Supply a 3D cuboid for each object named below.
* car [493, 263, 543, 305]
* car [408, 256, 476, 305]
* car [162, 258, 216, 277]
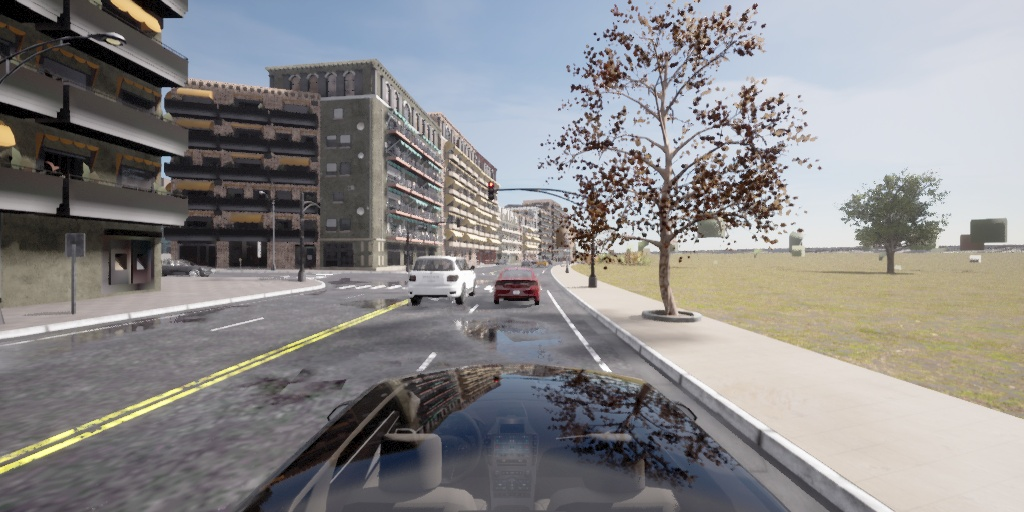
[{"bbox_3d":[0.257,1.247,16.190,1.882,1.535,5.008,0,0,2],"label":"car"},{"bbox_3d":[-2.990,1.020,16.334,2.150,2.045,5.566,0,0,2],"label":"car"},{"bbox_3d":[-24.203,0.905,25.945,4.403,1.370,2.007,0,0,-17],"label":"car"}]
